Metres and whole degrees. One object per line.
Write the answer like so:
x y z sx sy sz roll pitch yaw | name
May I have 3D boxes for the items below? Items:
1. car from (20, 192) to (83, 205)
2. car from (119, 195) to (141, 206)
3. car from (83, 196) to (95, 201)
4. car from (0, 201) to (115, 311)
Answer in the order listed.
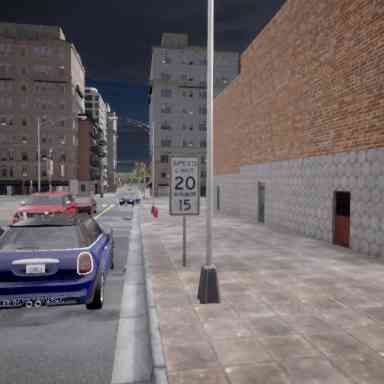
-7.500 1.018 17.568 2.150 2.045 5.566 0 1 -10 | car
-7.930 1.086 42.874 1.895 1.301 4.718 1 0 3 | car
-9.230 1.141 28.138 1.882 1.535 5.008 0 1 -9 | car
-2.966 1.278 7.665 2.097 1.767 4.553 0 1 -9 | car
